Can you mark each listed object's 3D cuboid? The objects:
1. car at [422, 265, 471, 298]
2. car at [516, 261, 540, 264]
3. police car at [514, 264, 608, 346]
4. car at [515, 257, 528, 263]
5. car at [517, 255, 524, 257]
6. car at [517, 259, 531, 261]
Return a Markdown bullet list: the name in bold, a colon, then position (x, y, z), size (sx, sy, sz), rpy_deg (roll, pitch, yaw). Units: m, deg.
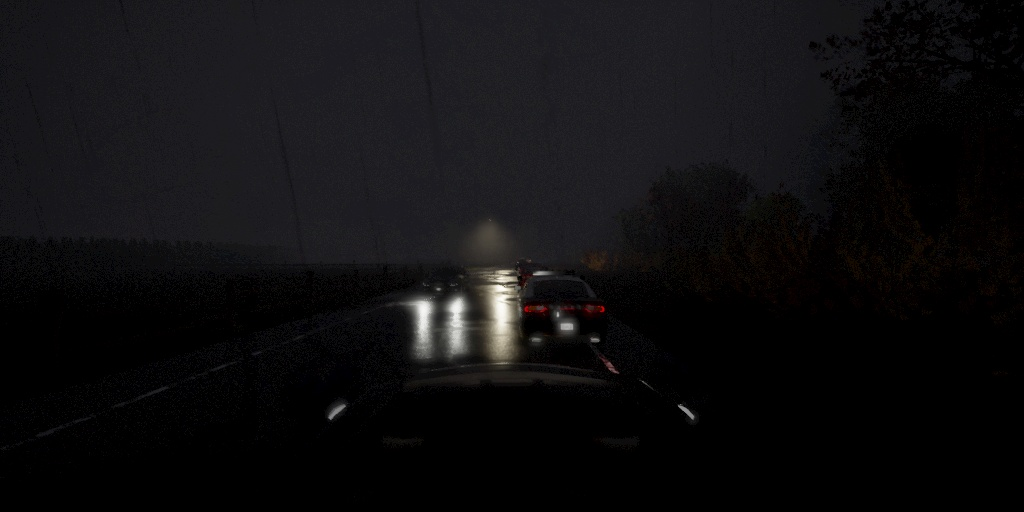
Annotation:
- **car**: position (-3.262, 1.249, 18.601), size (1.837, 1.490, 4.892), rpy_deg (0, 0, 1)
- **car**: position (1.265, 1.222, 19.432), size (1.882, 1.535, 5.008), rpy_deg (0, 0, 1)
- **police car**: position (1.098, 1.173, 9.576), size (1.930, 1.638, 5.238), rpy_deg (0, 0, 1)
- **car**: position (1.444, 1.228, 49.164), size (1.837, 1.490, 4.892), rpy_deg (0, 0, 4)
- **car**: position (2.150, 1.062, 61.096), size (2.097, 1.767, 4.553), rpy_deg (0, 0, 4)
- **car**: position (1.421, 1.219, 25.410), size (1.882, 1.535, 5.008), rpy_deg (0, 0, 2)
